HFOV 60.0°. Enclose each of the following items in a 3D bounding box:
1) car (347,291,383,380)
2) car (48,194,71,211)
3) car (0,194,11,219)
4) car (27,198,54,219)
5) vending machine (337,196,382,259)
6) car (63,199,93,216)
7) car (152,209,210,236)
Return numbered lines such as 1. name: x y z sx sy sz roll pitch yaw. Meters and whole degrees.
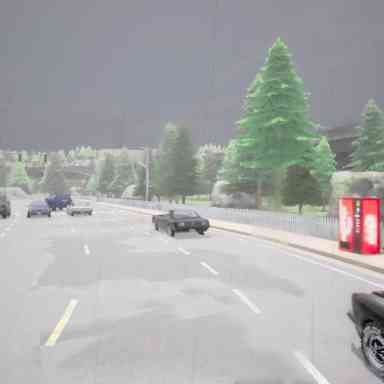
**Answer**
1. car: 3.208 1.601 2.567 1.895 1.301 4.718 0 0 -3
2. car: -16.425 1.233 40.620 2.150 2.045 5.566 0 0 -39
3. car: -17.172 1.211 29.030 2.150 2.045 5.566 0 0 -25
4. car: -13.722 1.526 29.895 1.812 1.442 4.674 0 0 -25
5. vending machine: 5.851 1.195 11.670 1.100 2.100 0.880 0 0 -15
6. car: -11.003 1.601 32.390 1.895 1.301 4.718 0 0 -27
7. car: -0.792 1.601 18.421 1.895 1.301 4.718 0 0 -22
